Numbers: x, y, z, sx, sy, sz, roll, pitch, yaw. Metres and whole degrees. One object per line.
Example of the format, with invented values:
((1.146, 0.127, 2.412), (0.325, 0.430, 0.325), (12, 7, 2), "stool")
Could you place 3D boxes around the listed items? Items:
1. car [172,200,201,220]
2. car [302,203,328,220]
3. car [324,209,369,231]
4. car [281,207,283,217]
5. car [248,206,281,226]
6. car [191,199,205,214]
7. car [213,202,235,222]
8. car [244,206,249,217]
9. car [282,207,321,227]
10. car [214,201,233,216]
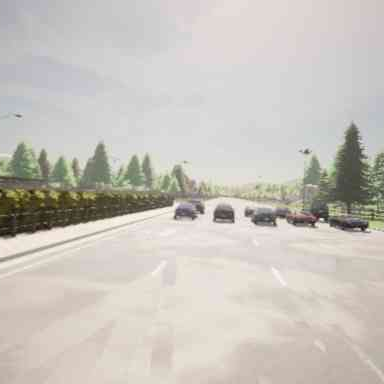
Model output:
((-0.533, 1.742, 30.952), (1.812, 1.442, 4.674), (3, 0, 6), "car")
((14.209, 2.281, 38.724), (2.150, 2.045, 5.566), (3, 0, 6), "car")
((13.277, 2.528, 28.511), (1.895, 1.301, 4.718), (3, 0, 6), "car")
((10.855, 2.458, 40.422), (1.994, 1.385, 4.181), (3, 0, 6), "car")
((6.354, 2.095, 29.525), (1.812, 1.442, 4.674), (3, 0, 6), "car")
((0.471, 1.700, 41.073), (2.097, 1.767, 4.553), (3, -1, 6), "car")
((2.961, 1.877, 30.741), (1.882, 1.535, 5.008), (3, 0, 6), "car")
((7.313, 2.305, 40.158), (1.895, 1.301, 4.718), (3, 0, 6), "car")
((9.971, 2.371, 30.663), (1.895, 1.301, 4.718), (3, 0, 6), "car")
((3.954, 2.030, 41.589), (2.128, 1.511, 4.902), (3, 0, 6), "car")
